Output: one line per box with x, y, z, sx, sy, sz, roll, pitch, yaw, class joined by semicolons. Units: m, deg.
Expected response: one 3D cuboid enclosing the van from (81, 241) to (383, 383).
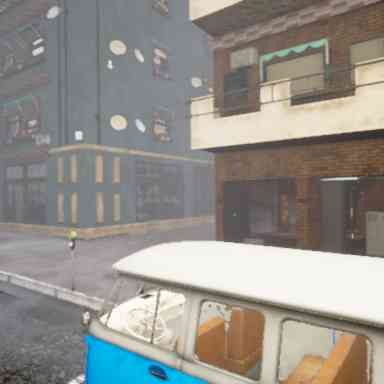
0.958;1.341;2.209;3.998;1.788;1.690;0;-1;36;van
